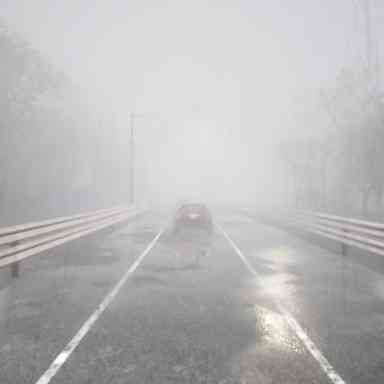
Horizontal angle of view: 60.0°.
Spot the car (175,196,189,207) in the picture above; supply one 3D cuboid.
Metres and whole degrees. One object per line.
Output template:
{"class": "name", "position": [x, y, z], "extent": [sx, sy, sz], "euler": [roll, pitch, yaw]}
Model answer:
{"class": "car", "position": [-1.635, 1.486, 51.560], "extent": [1.837, 1.490, 4.892], "euler": [1, 0, -6]}

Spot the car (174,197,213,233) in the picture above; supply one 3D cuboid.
{"class": "car", "position": [0.059, 1.361, 19.774], "extent": [2.097, 1.767, 4.553], "euler": [0, 0, -1]}
